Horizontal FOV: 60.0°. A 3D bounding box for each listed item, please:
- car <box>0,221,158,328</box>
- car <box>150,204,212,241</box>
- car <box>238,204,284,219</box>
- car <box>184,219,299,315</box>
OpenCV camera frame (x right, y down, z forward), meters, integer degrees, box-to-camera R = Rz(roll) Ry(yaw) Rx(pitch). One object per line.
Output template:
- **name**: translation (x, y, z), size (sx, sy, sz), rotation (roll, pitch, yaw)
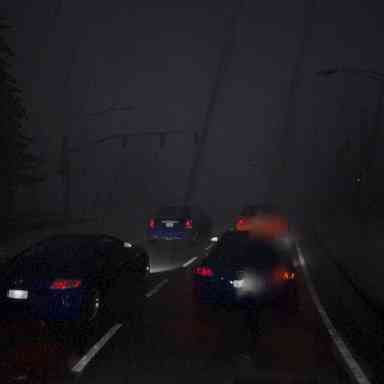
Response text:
- **car**: translation (-2.351, 1.564, 7.165), size (1.994, 1.385, 4.181), rotation (0, 0, 10)
- **car**: translation (-0.393, 1.352, 15.563), size (2.097, 1.767, 4.553), rotation (0, 0, 14)
- **car**: translation (3.352, 1.352, 16.106), size (2.097, 1.767, 4.553), rotation (0, 0, 14)
- **car**: translation (1.325, 1.564, 7.708), size (1.994, 1.385, 4.181), rotation (0, 0, 13)
